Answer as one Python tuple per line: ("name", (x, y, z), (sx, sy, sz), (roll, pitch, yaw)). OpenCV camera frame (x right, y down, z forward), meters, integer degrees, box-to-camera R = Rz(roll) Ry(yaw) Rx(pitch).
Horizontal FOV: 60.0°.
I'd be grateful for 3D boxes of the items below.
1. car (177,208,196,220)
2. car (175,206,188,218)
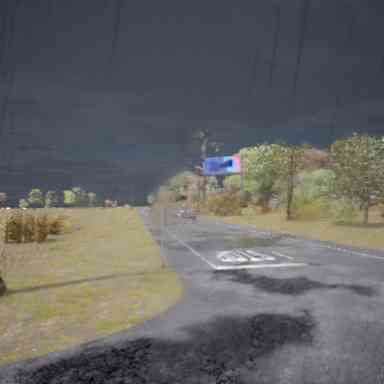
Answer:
("car", (-0.577, 3.540, 51.033), (2.033, 1.411, 5.357), (0, -2, -9))
("car", (-1.834, 3.504, 58.094), (2.150, 2.045, 5.566), (0, -2, -10))
